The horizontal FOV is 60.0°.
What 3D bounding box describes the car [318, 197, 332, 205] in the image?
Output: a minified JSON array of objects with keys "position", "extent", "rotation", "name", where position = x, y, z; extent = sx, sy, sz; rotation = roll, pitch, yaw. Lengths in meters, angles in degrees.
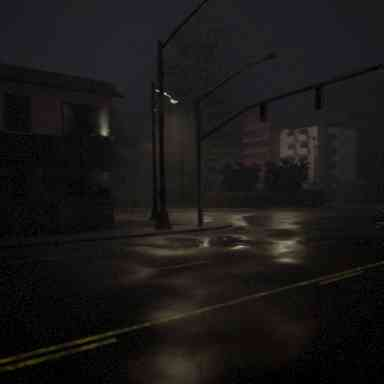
[{"position":[16.639,1.046,45.477],"extent":[1.895,1.301,4.718],"rotation":[-2,1,-35],"name":"car"}]
